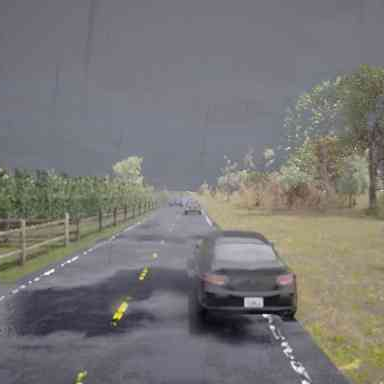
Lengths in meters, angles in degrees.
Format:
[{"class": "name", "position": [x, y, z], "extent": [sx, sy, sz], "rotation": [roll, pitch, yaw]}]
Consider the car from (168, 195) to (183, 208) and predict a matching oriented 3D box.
[{"class": "car", "position": [-2.707, 1.591, 55.892], "extent": [2.150, 2.045, 5.566], "rotation": [0, 0, 0]}]

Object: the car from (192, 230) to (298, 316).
[{"class": "car", "position": [0.969, 1.582, 7.516], "extent": [1.812, 1.442, 4.674], "rotation": [0, 0, 0]}]

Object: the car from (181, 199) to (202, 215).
[{"class": "car", "position": [0.114, 1.807, 37.463], "extent": [2.033, 1.411, 5.357], "rotation": [0, 0, 0]}]

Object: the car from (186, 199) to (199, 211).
[{"class": "car", "position": [0.054, 1.829, 48.085], "extent": [1.837, 1.490, 4.892], "rotation": [0, 0, 0]}]
